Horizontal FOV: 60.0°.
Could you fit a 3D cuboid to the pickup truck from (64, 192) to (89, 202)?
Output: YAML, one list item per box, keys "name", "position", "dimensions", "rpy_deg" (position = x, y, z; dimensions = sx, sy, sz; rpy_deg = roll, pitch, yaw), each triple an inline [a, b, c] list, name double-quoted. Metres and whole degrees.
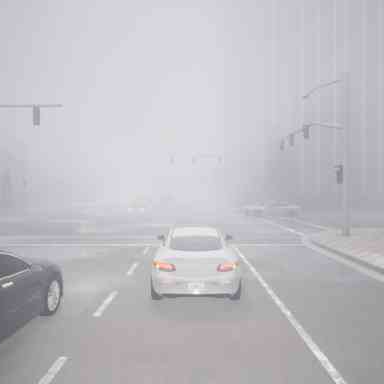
- name: "pickup truck"
  position: [-24.637, 1.059, 70.312]
  dimensions: [2.390, 2.098, 6.274]
  rpy_deg: [0, 0, 30]

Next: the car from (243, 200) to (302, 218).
- name: "car"
  position: [7.135, 1.525, 29.002]
  dimensions: [4.674, 1.442, 1.812]
  rpy_deg: [0, 0, 0]

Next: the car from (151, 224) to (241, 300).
- name: "car"
  position: [0.080, 1.526, 8.252]
  dimensions: [1.812, 1.442, 4.674]
  rpy_deg: [0, 0, 0]

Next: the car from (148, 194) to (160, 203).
- name: "car"
  position: [-8.007, 1.355, 69.844]
  dimensions: [2.097, 1.767, 4.553]
  rpy_deg: [0, 0, -1]

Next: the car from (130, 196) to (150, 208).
- name: "car"
  position: [-7.796, 1.478, 48.718]
  dimensions: [1.882, 1.535, 5.008]
  rpy_deg: [0, 0, -1]

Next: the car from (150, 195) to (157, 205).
- name: "car"
  position: [-7.939, 1.506, 59.544]
  dimensions: [1.837, 1.490, 4.892]
  rpy_deg: [0, 0, -1]

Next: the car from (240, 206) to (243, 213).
- name: "car"
  position: [7.010, 1.525, 32.499]
  dimensions: [4.674, 1.442, 1.812]
  rpy_deg: [0, 0, 0]

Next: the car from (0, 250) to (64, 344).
- name: "car"
  position: [-3.434, 1.505, 4.603]
  dimensions: [1.837, 1.490, 4.892]
  rpy_deg: [0, 0, 1]

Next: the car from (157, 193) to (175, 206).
- name: "car"
  position: [-4.227, 1.221, 56.694]
  dimensions: [2.150, 2.045, 5.566]
  rpy_deg: [0, 0, -1]
